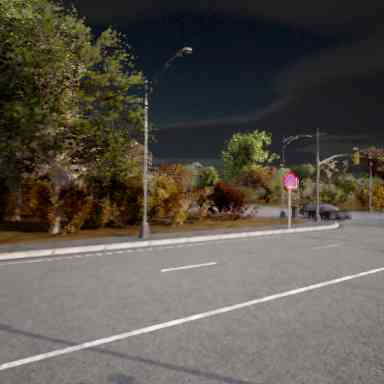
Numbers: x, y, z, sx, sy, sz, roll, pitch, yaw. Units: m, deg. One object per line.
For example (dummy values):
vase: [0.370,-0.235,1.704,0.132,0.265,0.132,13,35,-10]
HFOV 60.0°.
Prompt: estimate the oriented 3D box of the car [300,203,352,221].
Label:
car: [12.253,1.827,30.662,1.837,1.490,4.892,1,2,-32]
